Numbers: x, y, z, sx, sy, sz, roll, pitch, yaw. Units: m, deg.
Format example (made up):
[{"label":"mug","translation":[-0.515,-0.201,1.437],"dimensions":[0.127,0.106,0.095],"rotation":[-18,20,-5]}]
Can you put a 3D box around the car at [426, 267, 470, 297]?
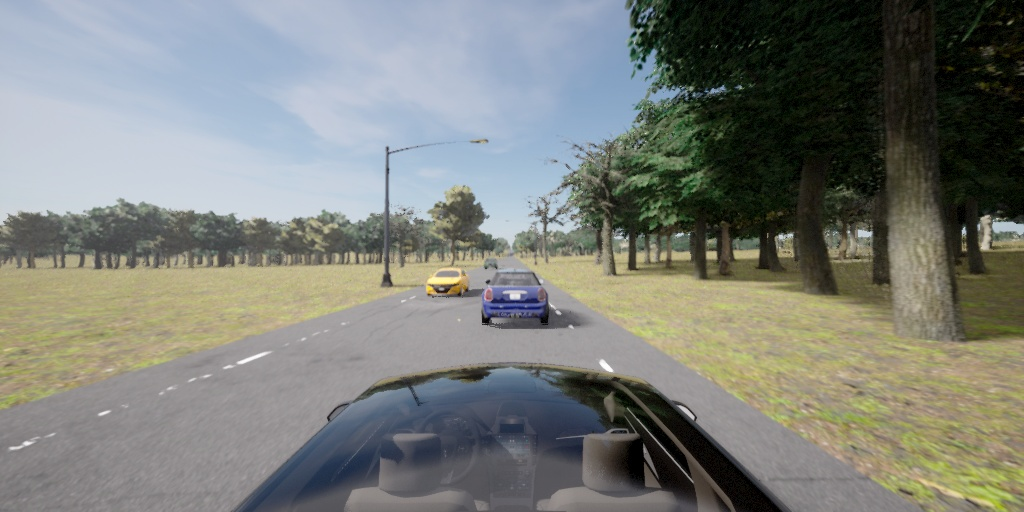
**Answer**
[{"label":"car","translation":[-3.603,1.443,20.858],"dimensions":[1.882,1.535,5.008],"rotation":[0,-1,0]}]

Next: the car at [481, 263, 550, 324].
[{"label":"car","translation":[0.096,1.238,12.713],"dimensions":[2.097,1.767,4.553],"rotation":[0,-1,0]}]

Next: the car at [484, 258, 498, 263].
[{"label":"car","translation":[-3.557,1.332,61.103],"dimensions":[2.150,2.045,5.566],"rotation":[0,0,1]}]
